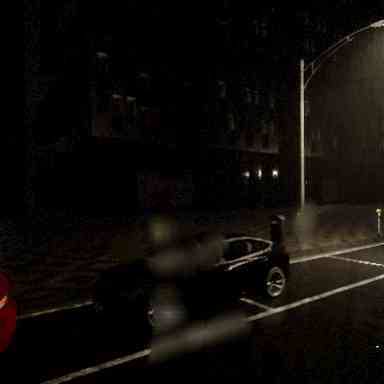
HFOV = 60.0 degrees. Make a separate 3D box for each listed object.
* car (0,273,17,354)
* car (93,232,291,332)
[{"bbox_3d":[-4.393,1.558,3.498,4.507,1.381,1.887,0,0,-36],"label":"car"},{"bbox_3d":[0.213,1.550,6.818,4.313,1.339,1.947,0,0,-36],"label":"car"}]
